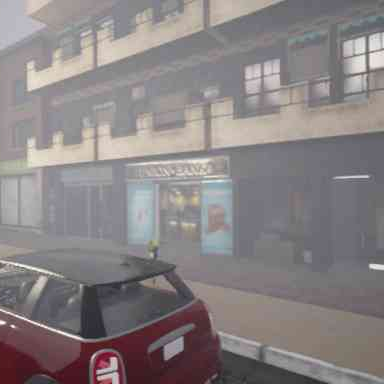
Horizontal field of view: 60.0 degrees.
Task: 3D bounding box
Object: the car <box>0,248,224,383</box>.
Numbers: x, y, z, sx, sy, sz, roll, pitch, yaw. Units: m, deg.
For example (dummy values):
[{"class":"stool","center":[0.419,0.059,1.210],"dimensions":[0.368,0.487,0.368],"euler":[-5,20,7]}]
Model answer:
[{"class":"car","center":[-1.742,1.429,4.136],"dimensions":[4.097,1.590,1.967],"euler":[0,-1,36]}]
